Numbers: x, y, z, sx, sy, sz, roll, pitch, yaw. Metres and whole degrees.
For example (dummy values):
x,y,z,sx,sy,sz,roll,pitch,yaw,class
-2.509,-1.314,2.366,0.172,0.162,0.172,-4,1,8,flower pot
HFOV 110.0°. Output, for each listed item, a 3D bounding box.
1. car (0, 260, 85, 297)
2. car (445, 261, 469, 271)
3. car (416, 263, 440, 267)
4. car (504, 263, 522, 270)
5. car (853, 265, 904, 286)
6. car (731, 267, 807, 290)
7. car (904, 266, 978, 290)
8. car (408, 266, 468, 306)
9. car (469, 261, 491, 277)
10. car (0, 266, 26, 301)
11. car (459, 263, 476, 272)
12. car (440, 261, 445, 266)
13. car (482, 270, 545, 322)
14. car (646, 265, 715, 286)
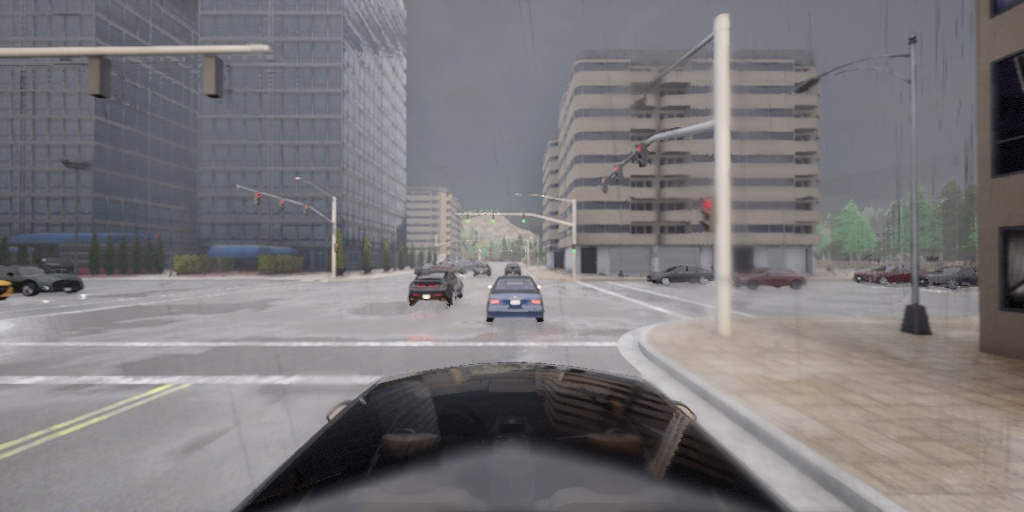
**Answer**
x,y,z,sx,sy,sz,roll,pitch,yaw,class
-26.761,1.266,19.793,4.553,1.767,2.097,0,-1,-1,car
-7.073,1.659,46.828,1.837,1.490,4.892,0,0,0,car
-10.595,1.606,43.919,1.882,1.535,5.008,0,0,-1,car
0.101,1.615,42.052,1.837,1.490,4.892,0,-1,0,car
29.159,1.456,27.529,5.008,1.535,1.882,0,-1,0,car
17.001,1.473,23.908,4.674,1.442,1.812,0,-1,-1,car
29.889,1.452,24.033,4.892,1.490,1.837,0,-1,0,car
-3.401,1.389,16.684,1.837,1.490,4.892,0,-1,0,car
-3.400,1.602,41.964,2.128,1.511,4.902,0,-1,0,car
-26.018,1.360,16.295,5.008,1.535,1.882,0,-1,-1,car
-7.052,1.793,57.088,2.033,1.411,5.357,0,0,0,car
-10.561,1.587,55.911,2.097,1.767,4.553,0,-1,0,car
0.098,1.397,12.771,2.033,1.411,5.357,0,0,0,car
12.810,1.482,27.387,4.892,1.490,1.837,0,-1,-1,car
